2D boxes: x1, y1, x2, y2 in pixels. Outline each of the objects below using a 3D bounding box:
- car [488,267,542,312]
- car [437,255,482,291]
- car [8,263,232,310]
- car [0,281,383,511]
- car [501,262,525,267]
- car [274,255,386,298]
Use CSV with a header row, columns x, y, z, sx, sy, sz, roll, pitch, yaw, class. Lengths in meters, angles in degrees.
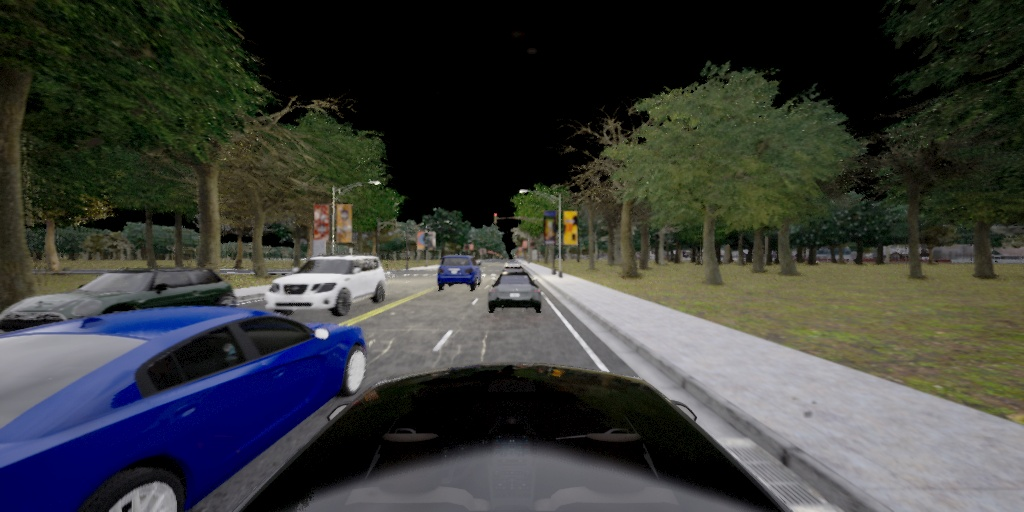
x,y,z,sx,sy,sz,roll,pitch,yaw,class
0.099,1.321,14.294,1.994,1.385,4.181,0,0,0,car
-3.153,0.984,22.198,2.150,2.045,5.566,0,0,0,car
-9.845,1.105,9.516,2.097,1.767,4.553,0,0,0,car
-3.150,1.228,3.521,1.882,1.535,5.008,0,0,0,car
0.096,1.262,30.449,2.128,1.511,4.902,0,0,0,car
-6.590,0.977,13.557,2.150,2.045,5.566,0,0,0,car
